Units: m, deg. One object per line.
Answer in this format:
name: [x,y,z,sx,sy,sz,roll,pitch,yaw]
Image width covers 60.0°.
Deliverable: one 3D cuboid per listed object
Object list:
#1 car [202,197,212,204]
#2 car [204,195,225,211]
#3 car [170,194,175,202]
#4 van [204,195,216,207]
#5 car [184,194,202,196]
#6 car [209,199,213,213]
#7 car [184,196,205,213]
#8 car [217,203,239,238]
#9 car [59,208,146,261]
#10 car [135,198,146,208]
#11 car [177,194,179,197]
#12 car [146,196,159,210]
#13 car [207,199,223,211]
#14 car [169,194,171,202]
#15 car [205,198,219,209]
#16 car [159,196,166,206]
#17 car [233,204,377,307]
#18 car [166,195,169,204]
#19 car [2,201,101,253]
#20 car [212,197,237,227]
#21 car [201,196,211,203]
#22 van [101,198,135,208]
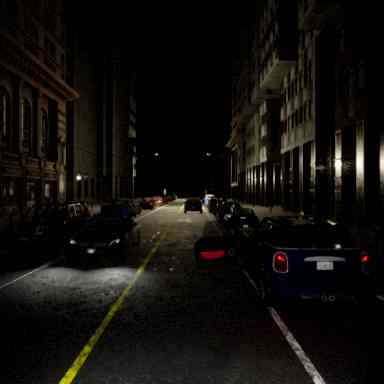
car: [2.895,1.608,64.326,1.802,1.307,4.206,0,0,0]
car: [2.839,1.324,36.315,2.192,1.841,5.009,0,0,0]
car: [-5.607,1.586,75.530,2.008,1.369,4.403,0,0,0]
van: [2.873,1.360,53.121,1.690,1.788,3.998,0,0,0]
car: [0.108,1.493,46.531,1.882,1.535,5.008,0,0,0]
car: [2.827,1.588,30.713,1.802,1.307,4.206,0,0,0]
car: [0.144,1.487,36.406,1.882,1.535,5.008,0,0,0]
car: [2.804,1.553,19.508,2.008,1.369,4.403,0,0,0]
car: [-3.063,1.526,12.434,1.812,1.442,4.674,0,0,0]
car: [-5.699,1.531,30.546,1.752,1.417,4.829,0,0,0]
car: [-5.571,1.365,92.336,2.192,1.841,5.009,0,0,0]
car: [-5.675,1.452,41.920,1.967,1.590,4.097,0,0,0]
car: [2.849,1.594,41.917,1.802,1.307,4.206,0,0,0]
car: [-5.630,1.592,64.327,1.947,1.339,4.313,0,0,0]
car: [2.861,1.541,47.689,1.752,1.417,4.829,0,0,0]
car: [-5.652,1.459,53.123,1.967,1.590,4.097,0,0,0]
car: [2.404,1.352,8.126,2.097,1.767,4.553,0,0,0]
car: [-5.641,1.604,58.724,1.802,1.307,4.206,0,0,0]
car: [-5.732,1.316,13.912,2.192,1.841,5.009,0,0,0]
car: [2.815,1.444,25.111,1.967,1.590,4.097,0,0,0]
car: [2.907,1.613,69.927,1.802,1.307,4.206,0,0,0]
van: [-5.709,1.345,25.114,1.690,1.788,3.998,0,0,0]
